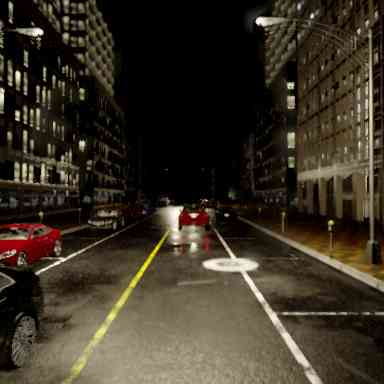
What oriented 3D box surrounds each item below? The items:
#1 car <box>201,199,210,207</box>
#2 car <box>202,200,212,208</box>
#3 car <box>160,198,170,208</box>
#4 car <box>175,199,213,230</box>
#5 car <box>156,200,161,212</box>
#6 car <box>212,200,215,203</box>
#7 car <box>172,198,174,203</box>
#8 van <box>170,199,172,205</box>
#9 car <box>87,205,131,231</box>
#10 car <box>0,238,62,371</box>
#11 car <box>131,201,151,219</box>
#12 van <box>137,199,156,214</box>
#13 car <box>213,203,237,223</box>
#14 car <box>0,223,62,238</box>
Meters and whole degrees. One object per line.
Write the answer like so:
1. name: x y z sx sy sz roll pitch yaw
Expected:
1. car: 2.746 2.236 68.022 1.752 1.417 4.829 0 -1 0
2. car: 2.742 2.233 62.159 1.802 1.307 4.206 0 -1 0
3. car: -5.638 2.091 62.181 1.967 1.590 4.097 0 -1 0
4. car: 0.116 1.604 23.509 2.097 1.767 4.553 0 -1 0
5. car: -5.652 2.060 45.105 1.802 1.307 4.206 0 -1 0
6. car: 2.734 1.976 50.777 1.967 1.590 4.097 0 -1 0
7. car: -5.630 2.331 73.565 1.947 1.339 4.313 0 -1 0
8. van: -5.633 2.050 67.875 1.690 1.788 3.998 0 -1 0
9. car: -5.670 1.791 22.337 2.008 1.369 4.403 0 -1 0
10. car: -3.099 1.525 2.965 2.128 1.511 4.902 0 -1 0
11. car: -5.661 1.904 33.721 1.887 1.381 4.507 0 -1 0
12. van: -5.656 1.760 39.416 1.690 1.788 3.998 0 -1 0
13. car: 2.715 1.866 28.010 1.947 1.339 4.313 0 -1 0
14. car: -5.679 1.701 10.952 1.802 1.307 4.206 0 -1 0
